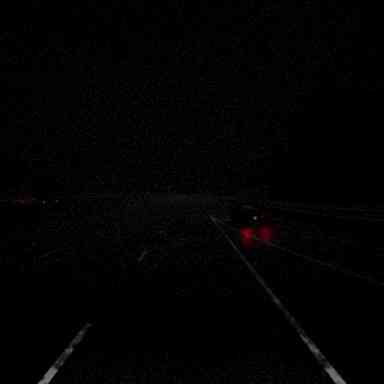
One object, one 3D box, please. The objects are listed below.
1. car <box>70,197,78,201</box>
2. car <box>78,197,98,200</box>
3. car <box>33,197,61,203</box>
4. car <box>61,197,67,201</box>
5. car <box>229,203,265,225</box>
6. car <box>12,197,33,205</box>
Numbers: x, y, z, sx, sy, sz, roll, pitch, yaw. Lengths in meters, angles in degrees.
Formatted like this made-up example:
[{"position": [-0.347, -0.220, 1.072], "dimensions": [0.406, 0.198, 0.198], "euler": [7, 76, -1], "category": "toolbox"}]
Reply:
[{"position": [-24.504, 1.705, 71.565], "dimensions": [1.895, 1.301, 4.718], "euler": [0, 0, 0], "category": "car"}, {"position": [-17.531, 1.576, 57.948], "dimensions": [2.128, 1.511, 4.902], "euler": [0, 0, 0], "category": "car"}, {"position": [-24.525, 1.586, 56.491], "dimensions": [1.837, 1.490, 4.892], "euler": [0, 0, 0], "category": "car"}, {"position": [-28.003, 1.659, 70.270], "dimensions": [1.994, 1.385, 4.181], "euler": [0, 0, 0], "category": "car"}, {"position": [4.026, 1.561, 24.593], "dimensions": [1.812, 1.442, 4.674], "euler": [0, 0, -5], "category": "car"}, {"position": [-28.027, 1.559, 55.637], "dimensions": [1.882, 1.535, 5.008], "euler": [0, 0, 1], "category": "car"}]
